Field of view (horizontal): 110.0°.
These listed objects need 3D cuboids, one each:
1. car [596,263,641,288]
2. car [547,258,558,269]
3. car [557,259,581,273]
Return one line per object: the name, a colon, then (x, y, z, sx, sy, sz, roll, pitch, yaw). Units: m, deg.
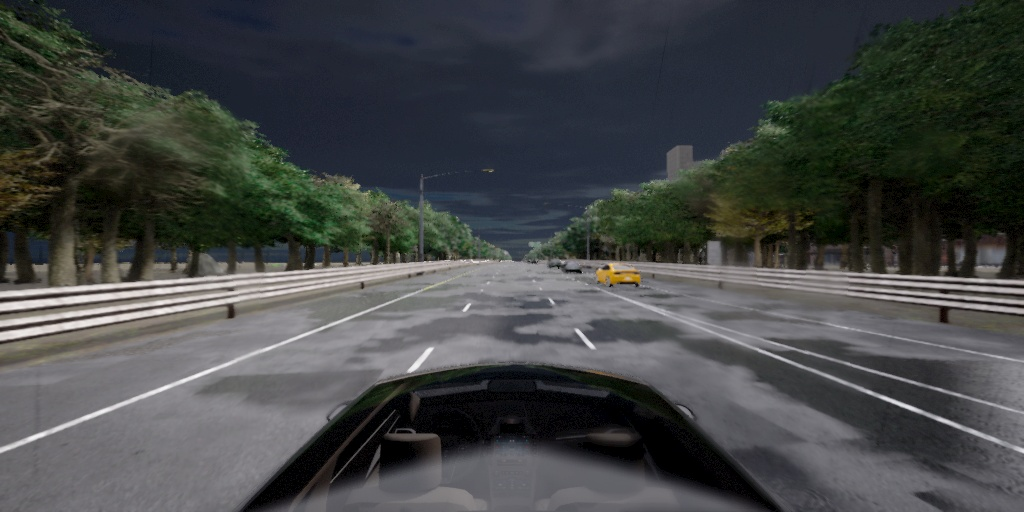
car: (7.025, 1.232, 24.216, 1.882, 1.535, 5.008, 0, 0, 0)
car: (7.083, 1.187, 60.583, 2.097, 1.767, 4.553, 0, 0, 0)
car: (7.027, 1.328, 43.074, 1.994, 1.385, 4.181, 0, 0, 0)
